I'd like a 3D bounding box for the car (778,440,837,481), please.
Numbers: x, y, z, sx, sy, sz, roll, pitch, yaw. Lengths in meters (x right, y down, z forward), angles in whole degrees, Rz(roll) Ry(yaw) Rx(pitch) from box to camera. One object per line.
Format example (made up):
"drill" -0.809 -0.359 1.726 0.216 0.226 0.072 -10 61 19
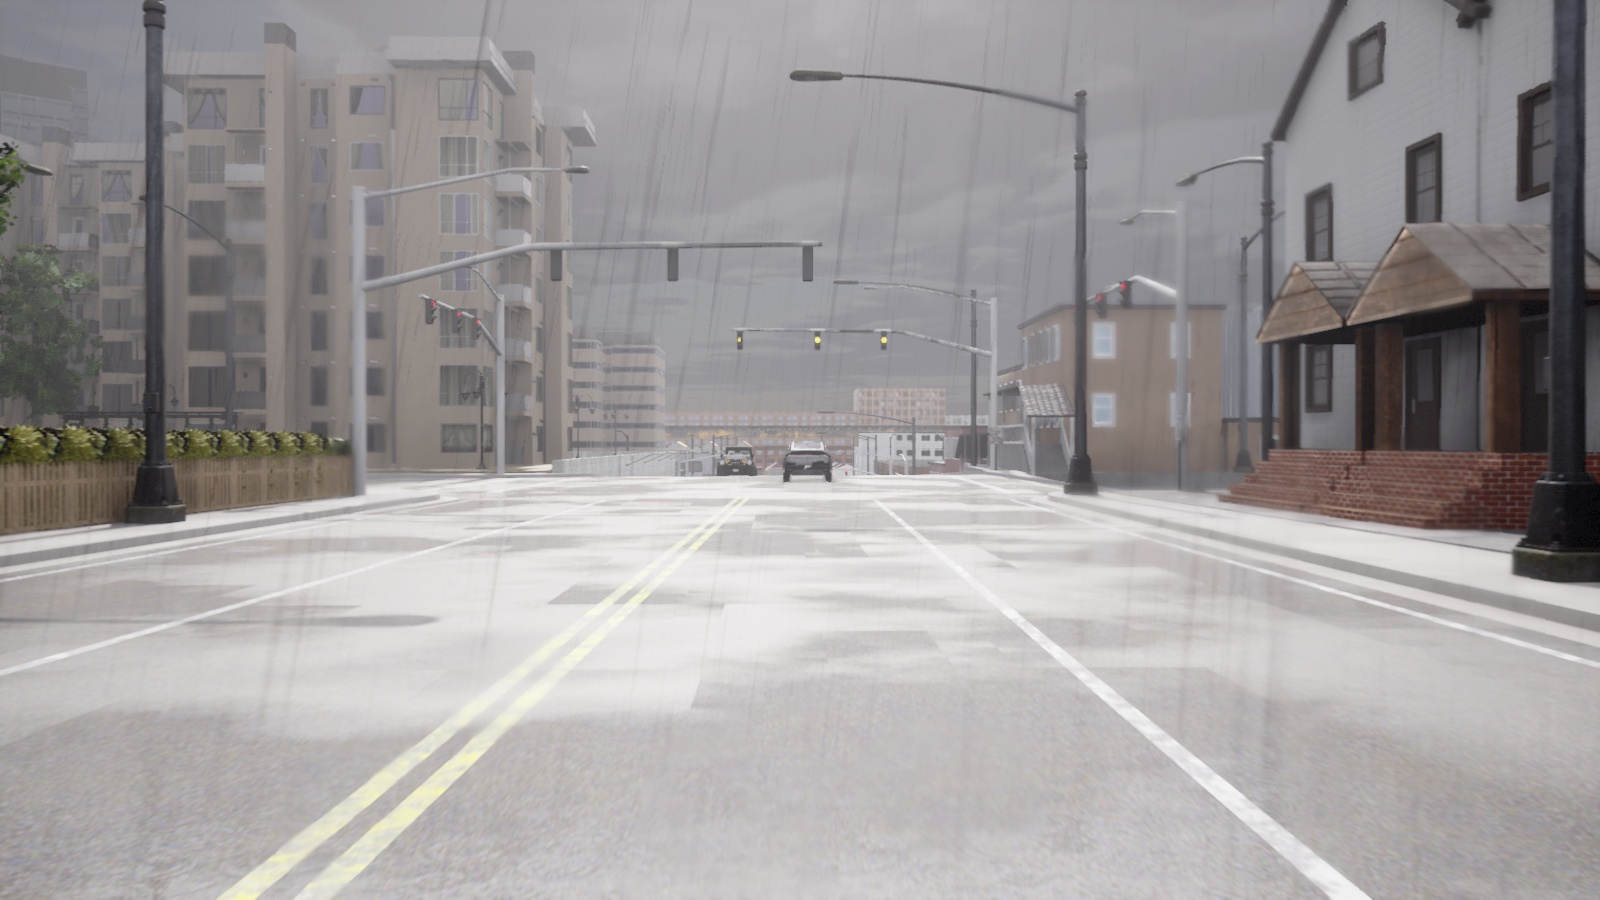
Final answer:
"car" 0.290 0.364 48.149 2.128 1.511 4.902 0 0 0

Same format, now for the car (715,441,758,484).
"car" -3.127 0.656 62.700 1.905 1.878 3.866 0 -4 0
